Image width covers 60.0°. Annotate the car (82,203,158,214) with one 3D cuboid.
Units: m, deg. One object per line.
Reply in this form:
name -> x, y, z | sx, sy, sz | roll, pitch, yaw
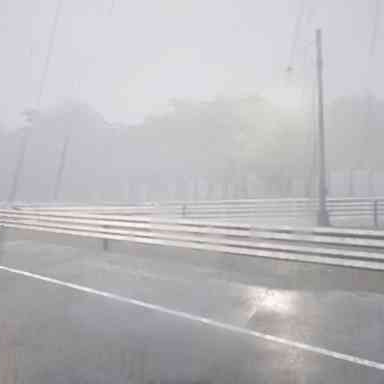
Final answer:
car -> -5.179, 1.475, 24.129 | 5.357, 1.411, 2.033 | -1, 0, 7
